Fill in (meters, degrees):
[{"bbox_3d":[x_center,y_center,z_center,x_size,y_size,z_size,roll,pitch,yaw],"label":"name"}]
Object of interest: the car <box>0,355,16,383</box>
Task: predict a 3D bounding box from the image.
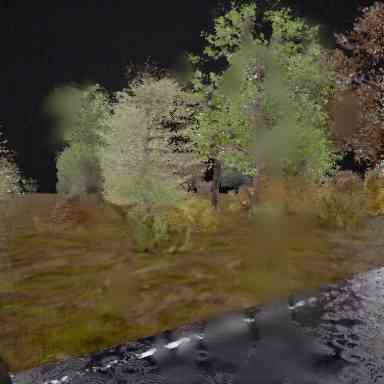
[{"bbox_3d":[-2.968,1.565,1.324,4.181,1.385,1.994,0,0,-35],"label":"car"}]
